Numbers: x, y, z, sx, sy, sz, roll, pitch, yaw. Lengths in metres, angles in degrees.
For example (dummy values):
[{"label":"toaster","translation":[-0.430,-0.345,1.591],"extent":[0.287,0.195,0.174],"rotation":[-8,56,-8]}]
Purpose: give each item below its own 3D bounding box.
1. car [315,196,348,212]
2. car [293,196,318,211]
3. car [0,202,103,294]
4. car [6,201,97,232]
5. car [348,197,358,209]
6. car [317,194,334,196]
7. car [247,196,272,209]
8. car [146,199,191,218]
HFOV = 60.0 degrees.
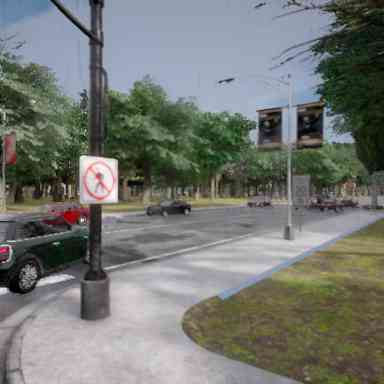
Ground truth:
[{"label":"car","translation":[16.365,1.537,38.875],"extent":[1.837,1.490,4.892],"rotation":[0,0,37]},{"label":"car","translation":[14.288,1.563,41.545],"extent":[2.033,1.411,5.357],"rotation":[0,0,36]},{"label":"car","translation":[-4.261,1.330,9.026],"extent":[2.097,1.767,4.553],"rotation":[1,0,11]},{"label":"car","translation":[-8.618,1.406,20.883],"extent":[1.882,1.535,5.008],"rotation":[0,0,36]},{"label":"car","translation":[22.390,1.557,47.396],"extent":[1.837,1.490,4.892],"rotation":[0,0,36]},{"label":"car","translation":[20.278,1.256,50.034],"extent":[2.150,2.045,5.566],"rotation":[0,0,35]},{"label":"car","translation":[9.338,1.331,45.945],"extent":[2.097,1.767,4.553],"rotation":[0,0,36]},{"label":"car","translation":[-2.058,1.423,30.081],"extent":[1.882,1.535,5.008],"rotation":[0,0,35]}]
